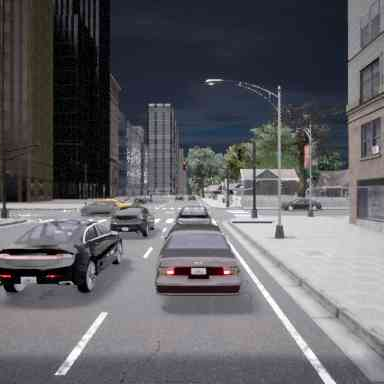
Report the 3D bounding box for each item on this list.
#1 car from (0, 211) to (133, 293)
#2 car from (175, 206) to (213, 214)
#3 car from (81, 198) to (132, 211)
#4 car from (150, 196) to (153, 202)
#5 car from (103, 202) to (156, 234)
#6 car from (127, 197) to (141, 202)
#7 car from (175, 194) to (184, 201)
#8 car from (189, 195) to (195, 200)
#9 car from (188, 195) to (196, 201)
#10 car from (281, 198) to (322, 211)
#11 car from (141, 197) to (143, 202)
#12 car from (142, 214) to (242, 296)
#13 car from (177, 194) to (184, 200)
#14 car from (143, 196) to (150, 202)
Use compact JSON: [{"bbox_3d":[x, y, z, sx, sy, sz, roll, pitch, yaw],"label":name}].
[{"bbox_3d":[-3.149,1.492,8.856,2.128,1.511,4.902,0,0,0],"label":"car"},{"bbox_3d":[0.103,1.491,17.839,2.128,1.511,4.902,0,0,0],"label":"car"},{"bbox_3d":[-8.126,1.561,30.941,4.181,1.385,1.994,0,0,0],"label":"car"},{"bbox_3d":[-9.731,1.517,73.229,1.812,1.442,4.674,0,0,0],"label":"car"},{"bbox_3d":[-3.145,1.504,18.116,1.837,1.490,4.892,0,0,0],"label":"car"},{"bbox_3d":[-8.132,1.473,34.193,5.008,1.535,1.882,0,0,0],"label":"car"},{"bbox_3d":[-3.228,1.342,83.923,2.097,1.767,4.553,0,0,0],"label":"car"},{"bbox_3d":[0.025,1.526,94.365,1.812,1.442,4.674,0,0,0],"label":"car"},{"bbox_3d":[0.022,1.495,84.129,1.837,1.490,4.892,0,0,0],"label":"car"},{"bbox_3d":[13.293,1.554,40.739,4.892,1.490,1.837,0,-1,0],"label":"car"},{"bbox_3d":[-9.812,1.487,53.797,2.128,1.511,4.902,0,0,1],"label":"car"},{"bbox_3d":[0.093,1.545,8.785,2.033,1.411,5.357,0,0,-1],"label":"car"},{"bbox_3d":[-3.226,1.311,93.958,1.882,1.535,5.008,0,0,0],"label":"car"},{"bbox_3d":[-9.776,1.595,63.117,1.895,1.301,4.718,0,0,1],"label":"car"}]
